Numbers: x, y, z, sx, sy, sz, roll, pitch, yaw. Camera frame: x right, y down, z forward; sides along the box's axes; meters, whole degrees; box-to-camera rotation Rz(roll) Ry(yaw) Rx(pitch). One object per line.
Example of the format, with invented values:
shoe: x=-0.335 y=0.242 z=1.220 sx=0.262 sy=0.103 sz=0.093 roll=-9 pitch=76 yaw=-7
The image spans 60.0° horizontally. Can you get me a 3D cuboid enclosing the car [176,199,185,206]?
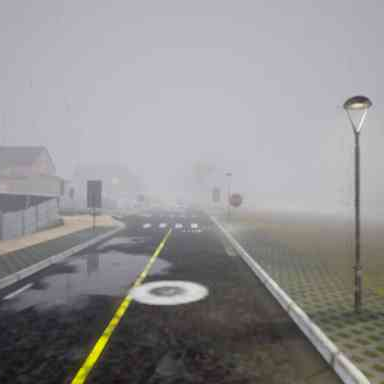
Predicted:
car: x=-2.534 y=2.308 z=75.097 sx=1.882 sy=1.535 sz=5.008 roll=0 pitch=-1 yaw=0
